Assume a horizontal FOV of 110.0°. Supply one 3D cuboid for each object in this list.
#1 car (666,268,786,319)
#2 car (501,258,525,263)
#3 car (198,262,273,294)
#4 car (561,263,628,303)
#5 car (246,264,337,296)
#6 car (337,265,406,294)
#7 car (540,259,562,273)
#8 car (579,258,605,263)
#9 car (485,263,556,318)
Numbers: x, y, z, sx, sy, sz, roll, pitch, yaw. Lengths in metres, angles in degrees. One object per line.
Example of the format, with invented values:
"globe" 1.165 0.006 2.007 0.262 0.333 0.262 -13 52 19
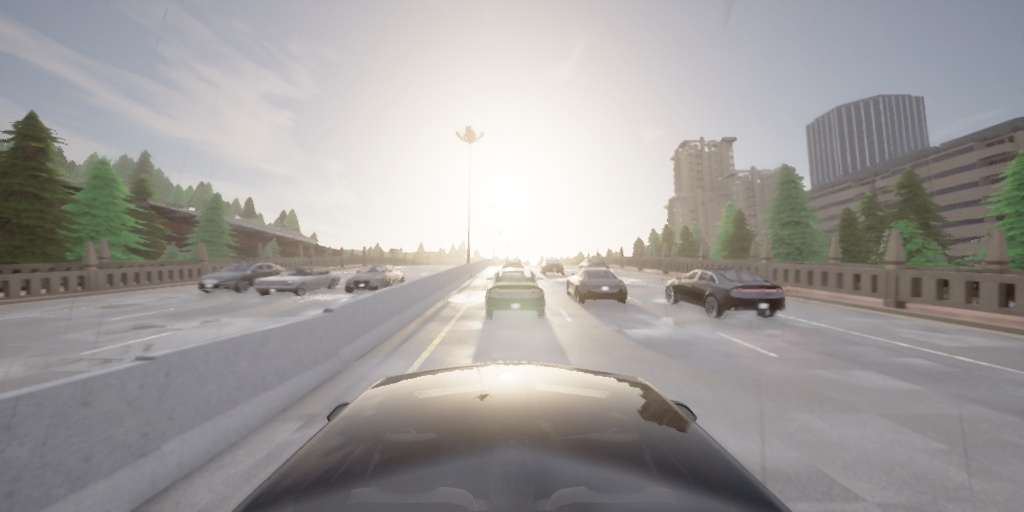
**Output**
"car" 7.102 1.170 12.536 2.128 1.511 4.902 0 1 0
"car" 0.105 0.929 31.541 2.128 1.511 4.902 0 1 0
"car" -14.094 1.086 19.148 2.128 1.511 4.902 0 1 0
"car" 3.602 1.200 15.872 1.994 1.385 4.181 0 1 0
"car" -10.596 1.209 18.102 1.895 1.301 4.718 0 1 0
"car" -7.097 1.161 18.909 1.994 1.385 4.181 0 1 0
"car" 3.606 0.949 32.626 1.812 1.442 4.674 0 1 0
"car" 7.105 0.928 31.556 2.128 1.511 4.902 0 1 0
"car" 0.101 1.170 12.569 2.128 1.511 4.902 0 1 0
